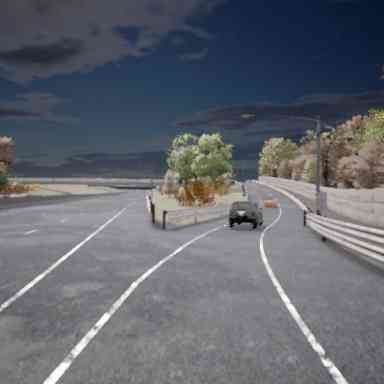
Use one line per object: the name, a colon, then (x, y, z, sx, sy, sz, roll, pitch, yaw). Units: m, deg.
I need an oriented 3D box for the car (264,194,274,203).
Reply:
car: (16.087, 1.335, 69.434, 1.837, 1.490, 4.892, 1, 4, 11)

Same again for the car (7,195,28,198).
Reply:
car: (-30.252, 1.309, 58.968, 2.128, 1.511, 4.902, 0, 0, -8)

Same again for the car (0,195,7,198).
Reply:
car: (-33.783, 1.310, 59.014, 2.033, 1.411, 5.357, 0, 0, -8)

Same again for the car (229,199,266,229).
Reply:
car: (4.485, 1.799, 27.201, 2.150, 2.045, 5.566, 1, -1, 18)

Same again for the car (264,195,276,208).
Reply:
car: (13.897, 1.774, 59.541, 2.097, 1.767, 4.553, 1, 2, 13)
